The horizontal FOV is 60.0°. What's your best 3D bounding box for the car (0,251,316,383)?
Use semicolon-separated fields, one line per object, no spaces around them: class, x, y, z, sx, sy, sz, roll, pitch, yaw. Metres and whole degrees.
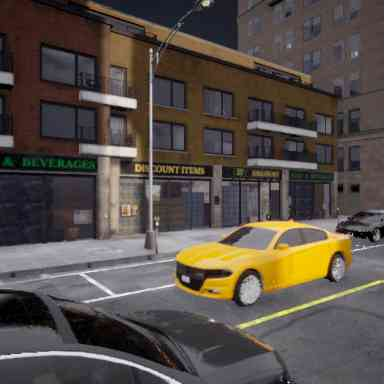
car;-1.324;1.500;2.217;4.892;1.490;1.837;2;-1;-35

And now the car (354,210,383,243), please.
car;8.836;1.567;16.200;4.313;1.339;1.947;0;0;-35

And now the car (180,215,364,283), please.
car;1.910;1.477;8.141;5.008;1.535;1.882;0;0;-35
